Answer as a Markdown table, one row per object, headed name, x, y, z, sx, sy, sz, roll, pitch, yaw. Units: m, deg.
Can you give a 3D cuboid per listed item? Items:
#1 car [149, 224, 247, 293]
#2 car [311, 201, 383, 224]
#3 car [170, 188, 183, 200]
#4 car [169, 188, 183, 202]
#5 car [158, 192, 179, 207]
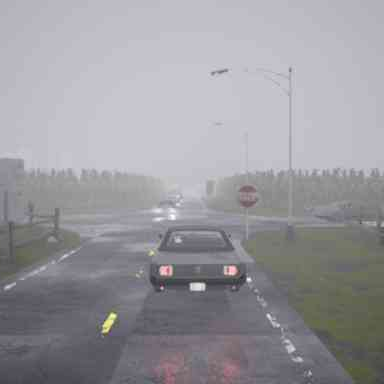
| name | x | y | z | sx | sy | sz | roll | pitch | yaw |
| --- | --- | --- | --- | --- | --- | --- | --- | --- | --- |
| car | 0.072 | 1.479 | 8.509 | 1.895 | 1.301 | 4.718 | 0 | 1 | -1 |
| car | 10.663 | 1.306 | 21.623 | 5.357 | 1.411 | 2.033 | 0 | 0 | 5 |
| car | -2.787 | 0.322 | 61.399 | 2.150 | 2.045 | 5.566 | 0 | 1 | 1 |
| car | -2.823 | 0.639 | 49.008 | 2.097 | 1.767 | 4.553 | 0 | 1 | 0 |
| car | -2.839 | 1.039 | 38.751 | 1.895 | 1.301 | 4.718 | 0 | 1 | 0 |
